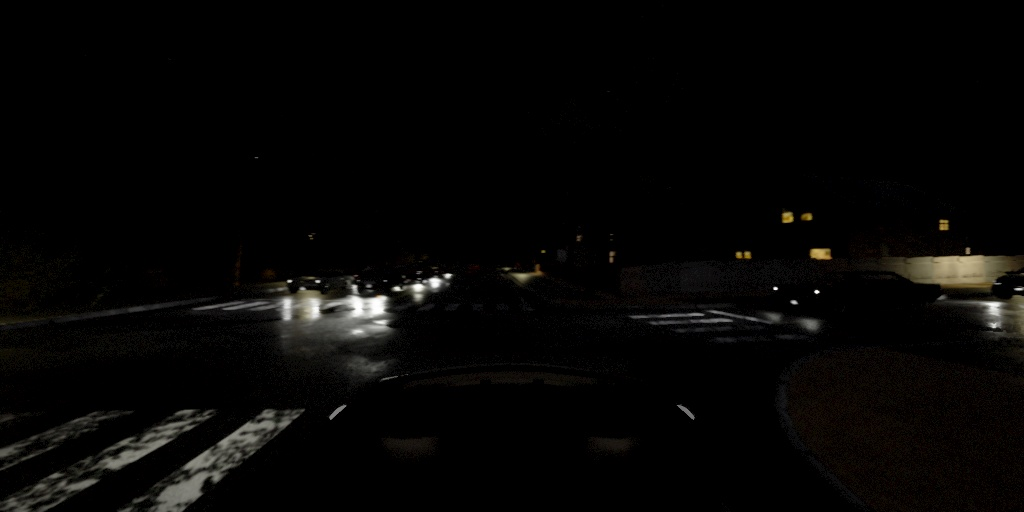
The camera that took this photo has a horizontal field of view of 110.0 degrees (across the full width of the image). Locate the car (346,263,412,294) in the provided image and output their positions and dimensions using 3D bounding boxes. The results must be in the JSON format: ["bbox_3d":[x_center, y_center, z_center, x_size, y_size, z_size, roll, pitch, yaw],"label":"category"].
[{"bbox_3d":[-7.885,1.396,21.860,2.128,1.511,4.902,1,-1,-3],"label":"car"}]

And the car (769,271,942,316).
[{"bbox_3d":[11.340,1.167,12.018,4.718,1.301,1.895,-1,-1,-9],"label":"car"}]

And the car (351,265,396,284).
[{"bbox_3d":[-11.655,1.517,30.644,2.033,1.411,5.357,1,-1,-3],"label":"car"}]

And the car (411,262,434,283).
[{"bbox_3d":[-8.411,1.377,30.986,2.097,1.767,4.553,1,-1,-3],"label":"car"}]

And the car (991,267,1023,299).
[{"bbox_3d":[21.180,0.949,13.792,4.892,1.490,1.837,-1,-1,-12],"label":"car"}]

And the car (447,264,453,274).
[{"bbox_3d":[-9.549,1.824,51.050,1.812,1.442,4.674,1,-1,-3],"label":"car"}]

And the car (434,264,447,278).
[{"bbox_3d":[-8.981,1.757,40.702,1.895,1.301,4.718,1,-1,-3],"label":"car"}]

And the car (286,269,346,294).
[{"bbox_3d":[-11.093,1.443,21.009,1.895,1.301,4.718,1,-1,-3],"label":"car"}]
